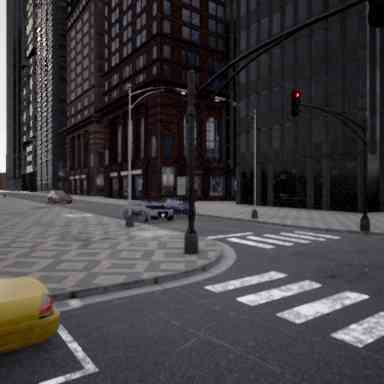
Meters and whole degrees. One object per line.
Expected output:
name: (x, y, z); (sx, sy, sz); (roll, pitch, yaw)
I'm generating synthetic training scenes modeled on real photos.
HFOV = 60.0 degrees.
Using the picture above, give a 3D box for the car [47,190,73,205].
car: (-16.015, 0.594, 40.222); (2.097, 1.767, 4.553); (0, 1, -36)

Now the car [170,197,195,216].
car: (-1.599, 1.131, 25.687); (1.812, 1.442, 4.674); (0, 1, -36)

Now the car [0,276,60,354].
car: (-4.114, 1.526, 3.714); (4.829, 1.417, 1.752); (0, 0, -35)

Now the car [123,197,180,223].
car: (-2.934, 1.208, 22.036); (1.994, 1.385, 4.181); (0, 1, -36)
